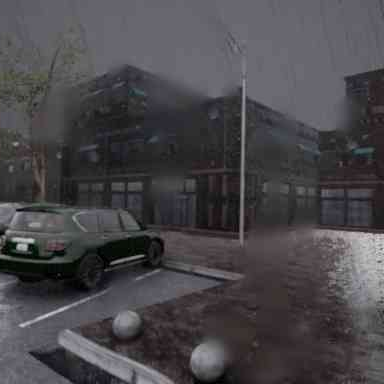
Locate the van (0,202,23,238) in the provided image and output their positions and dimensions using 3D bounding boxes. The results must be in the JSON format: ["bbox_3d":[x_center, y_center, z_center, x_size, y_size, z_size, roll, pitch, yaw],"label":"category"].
[{"bbox_3d":[-11.701,1.505,17.855,1.878,1.987,4.442,1,-2,21],"label":"van"}]

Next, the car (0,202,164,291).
[{"bbox_3d":[-2.845,1.457,9.965,2.435,2.045,5.566,1,-2,21],"label":"car"}]
